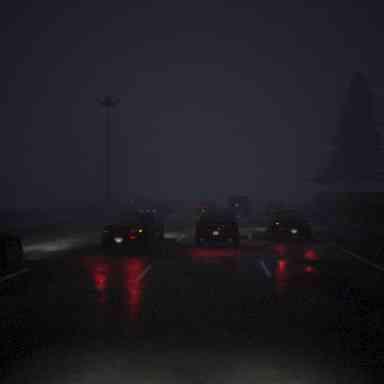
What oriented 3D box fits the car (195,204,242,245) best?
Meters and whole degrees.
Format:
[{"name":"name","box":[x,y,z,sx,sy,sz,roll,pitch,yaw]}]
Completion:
[{"name":"car","box":[1.298,1.556,16.167,1.882,1.535,5.008,0,0,7]}]

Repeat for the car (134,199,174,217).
[{"name":"car","box":[-3.205,1.682,30.793,2.033,1.411,5.357,0,0,13]}]

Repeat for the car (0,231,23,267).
[{"name":"car","box":[-6.468,1.517,8.767,2.128,1.511,4.902,0,0,4]}]

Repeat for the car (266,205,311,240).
[{"name":"car","box":[5.008,1.619,17.541,1.812,1.442,4.674,0,0,8]}]

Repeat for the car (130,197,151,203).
[{"name":"car","box":[-7.864,1.574,52.116,2.097,1.767,4.553,0,0,21]}]

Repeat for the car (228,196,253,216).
[{"name":"car","box":[5.109,1.395,35.040,2.150,2.045,5.566,0,0,16]}]

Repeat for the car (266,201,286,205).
[{"name":"car","box":[8.986,1.678,35.790,2.128,1.511,4.902,0,0,16]}]

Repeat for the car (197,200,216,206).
[{"name":"car","box":[1.769,1.675,35.975,1.837,1.490,4.892,0,0,15]}]

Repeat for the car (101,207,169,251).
[{"name":"car","box":[-2.436,1.587,14.482,1.812,1.442,4.674,0,0,6]}]

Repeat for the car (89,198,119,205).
[{"name":"car","box":[-12.588,1.701,49.313,1.837,1.490,4.892,0,0,19]}]

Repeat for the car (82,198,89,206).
[{"name":"car","box":[-14.862,1.716,53.361,1.837,1.490,4.892,0,0,20]}]

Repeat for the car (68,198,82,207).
[{"name":"car","box":[-18.189,1.686,54.466,1.882,1.535,5.008,0,0,20]}]
